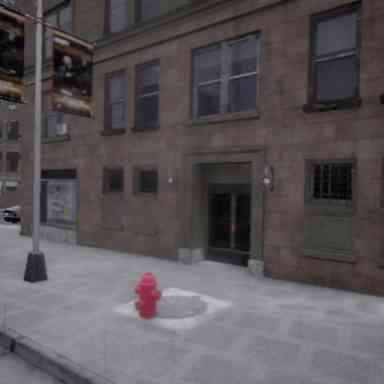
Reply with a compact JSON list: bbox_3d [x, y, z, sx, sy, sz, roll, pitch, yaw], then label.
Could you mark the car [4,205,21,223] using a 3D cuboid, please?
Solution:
[{"bbox_3d":[-10.941,1.522,23.630,1.947,1.339,4.313,1,0,37],"label":"car"}]
